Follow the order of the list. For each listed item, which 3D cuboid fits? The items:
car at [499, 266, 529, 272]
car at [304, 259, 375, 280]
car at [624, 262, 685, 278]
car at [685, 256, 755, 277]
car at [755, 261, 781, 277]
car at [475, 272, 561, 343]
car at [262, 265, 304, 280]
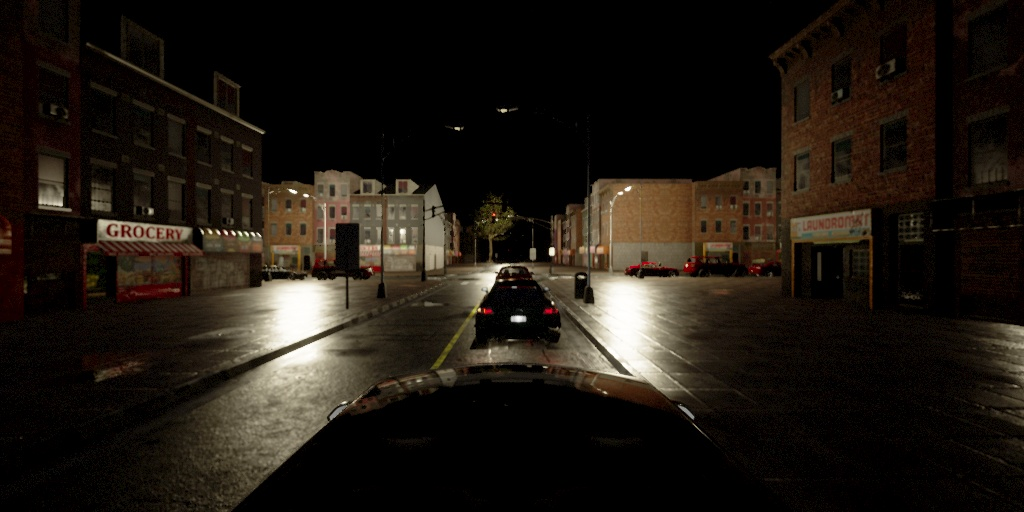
[{"bbox_3d":[0.101,1.234,18.626,1.882,1.535,5.008,0,0,0],"label":"car"},{"bbox_3d":[-14.459,1.177,30.695,5.009,1.841,2.192,0,0,0],"label":"car"},{"bbox_3d":[11.950,1.215,30.740,4.507,1.381,1.888,0,0,0],"label":"car"},{"bbox_3d":[17.383,0.947,30.750,5.009,1.841,2.192,0,0,0],"label":"car"},{"bbox_3d":[22.817,1.140,30.759,4.507,1.381,1.888,0,0,0],"label":"car"},{"bbox_3d":[0.108,1.315,9.662,1.994,1.385,4.181,0,0,-1],"label":"car"},{"bbox_3d":[-19.885,1.470,30.686,4.313,1.339,1.948,0,0,0],"label":"car"}]
